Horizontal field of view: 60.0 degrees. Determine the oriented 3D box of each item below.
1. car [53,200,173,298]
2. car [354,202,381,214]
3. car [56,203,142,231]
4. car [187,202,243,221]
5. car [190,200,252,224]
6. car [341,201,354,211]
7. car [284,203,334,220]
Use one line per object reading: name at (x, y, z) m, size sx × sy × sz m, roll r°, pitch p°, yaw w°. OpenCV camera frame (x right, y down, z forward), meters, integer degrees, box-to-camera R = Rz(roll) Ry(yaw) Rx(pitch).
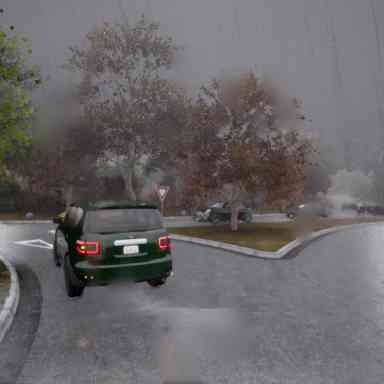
car at (-2.371, 1.221, 8.915) m, size 2.150 × 2.045 × 5.566 m, roll 0°, pitch 0°, yaw -26°
car at (21.539, 1.986, 40.420) m, size 1.895 × 1.301 × 4.718 m, roll 0°, pitch 0°, yaw 38°
car at (-5.834, 1.483, 20.990) m, size 5.008 × 1.535 × 1.882 m, roll 0°, pitch 0°, yaw -23°
car at (2.025, 1.612, 28.631) m, size 4.674 × 1.442 × 1.812 m, roll 1°, pitch 0°, yaw -33°
car at (2.314, 1.422, 25.118) m, size 4.553 × 1.767 × 2.097 m, roll 1°, pitch 0°, yaw -31°
car at (22.641, 2.019, 47.749) m, size 1.895 × 1.301 × 4.718 m, roll 0°, pitch 0°, yaw 30°
car at (10.834, 1.761, 30.600) m, size 5.357 × 1.411 × 2.033 m, roll 1°, pitch -1°, yaw -35°
